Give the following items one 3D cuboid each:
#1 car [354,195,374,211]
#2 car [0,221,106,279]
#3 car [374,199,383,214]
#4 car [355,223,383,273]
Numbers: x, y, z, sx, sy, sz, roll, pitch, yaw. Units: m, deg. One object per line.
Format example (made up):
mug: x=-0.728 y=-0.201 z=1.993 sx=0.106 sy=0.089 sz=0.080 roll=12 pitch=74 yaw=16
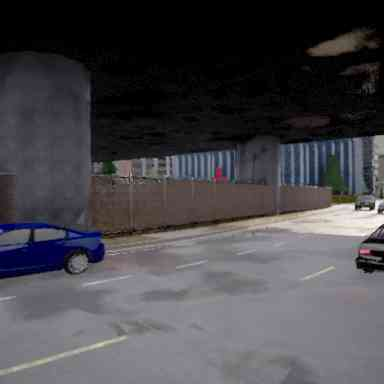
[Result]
car: x=24.462 y=1.497 z=46.846 sx=2.150 sy=2.045 sz=5.566 roll=-1 pitch=-1 yaw=35
car: x=-4.935 y=1.608 z=9.266 sx=5.008 sy=1.535 sz=1.882 roll=0 pitch=0 yaw=-39
car: x=22.409 y=1.743 z=38.023 sx=1.812 sy=1.442 sz=4.674 roll=-1 pitch=-1 yaw=36
car: x=6.556 y=1.604 z=10.064 sx=2.033 sy=1.411 sz=5.357 roll=-1 pitch=-1 yaw=42
